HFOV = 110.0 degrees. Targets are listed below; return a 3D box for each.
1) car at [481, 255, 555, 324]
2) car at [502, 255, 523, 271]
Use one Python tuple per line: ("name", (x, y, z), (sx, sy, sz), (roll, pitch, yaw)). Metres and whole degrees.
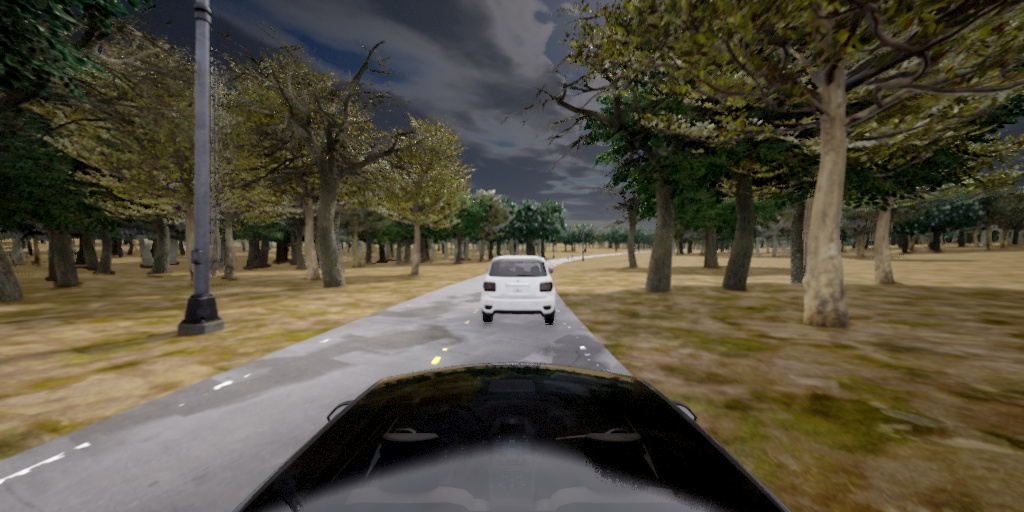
("car", (0.262, 1.005, 12.349), (2.150, 2.045, 5.566), (0, 0, 2))
("car", (0.189, 0.921, 49.105), (2.150, 2.045, 5.566), (0, 0, 8))
